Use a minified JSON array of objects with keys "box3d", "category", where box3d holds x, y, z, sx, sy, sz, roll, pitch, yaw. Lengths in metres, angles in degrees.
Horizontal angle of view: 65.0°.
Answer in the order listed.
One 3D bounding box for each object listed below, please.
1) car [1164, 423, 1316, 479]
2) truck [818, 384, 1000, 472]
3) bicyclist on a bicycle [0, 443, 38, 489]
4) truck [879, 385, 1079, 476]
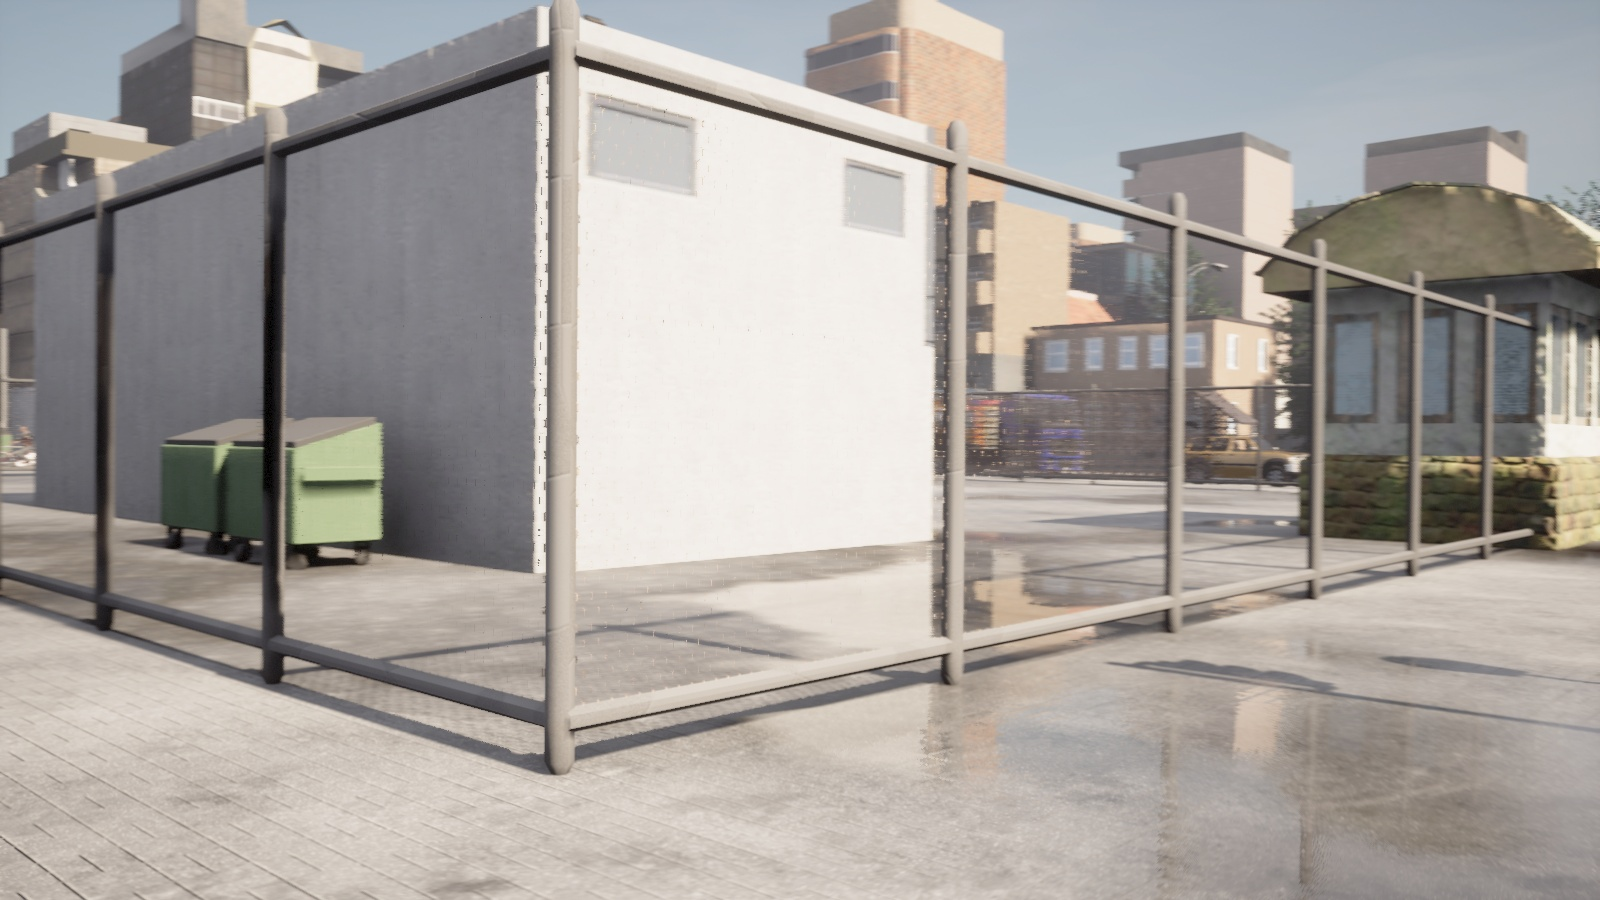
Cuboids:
[{"box3d":[15.310,0.019,43.831,4.605,1.855,1.932,0,1,45],"category":"car"},{"box3d":[4.959,-0.965,58.741,8.468,3.827,2.891,0,1,43],"category":"truck"},{"box3d":[-30.865,0.622,48.968,0.659,1.776,1.843,0,0,43],"category":"bicyclist on a bicycle"},{"box3d":[7.171,-0.743,51.318,7.936,3.462,2.891,0,1,45],"category":"truck"}]
